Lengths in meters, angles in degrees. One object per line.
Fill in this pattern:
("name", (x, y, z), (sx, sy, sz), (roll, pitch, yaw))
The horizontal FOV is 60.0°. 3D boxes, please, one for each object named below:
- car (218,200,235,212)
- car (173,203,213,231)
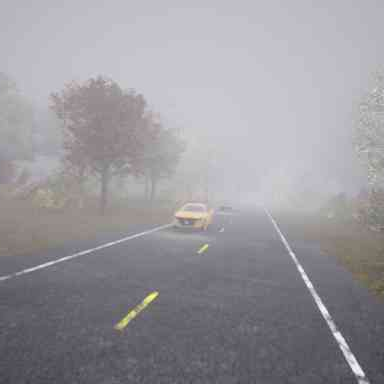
("car", (4.604, 1.803, 43.126), (2.033, 1.411, 5.357), (4, 0, 11))
("car", (0.194, 1.477, 21.259), (1.882, 1.535, 5.008), (4, 0, 11))
